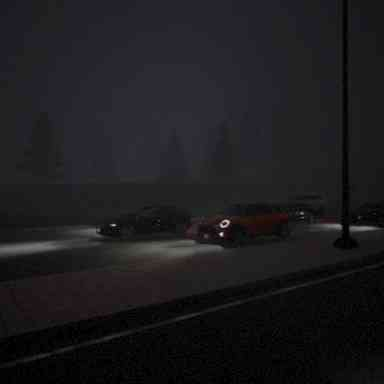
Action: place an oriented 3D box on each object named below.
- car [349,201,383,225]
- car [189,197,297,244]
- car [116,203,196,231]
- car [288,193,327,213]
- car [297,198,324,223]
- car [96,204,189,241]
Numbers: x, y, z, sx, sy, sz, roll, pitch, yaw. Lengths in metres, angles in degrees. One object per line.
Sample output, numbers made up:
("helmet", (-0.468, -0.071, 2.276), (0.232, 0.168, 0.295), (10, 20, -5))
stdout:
("car", (12.757, 1.388, 22.842), (4.892, 1.490, 1.837), (0, 0, -35))
("car", (2.439, 1.297, 15.484), (4.553, 1.767, 2.097), (0, 0, -35))
("car", (-2.175, 1.475, 20.799), (4.674, 1.442, 1.812), (0, 0, -35))
("car", (9.521, 1.100, 29.118), (5.566, 2.045, 2.150), (0, 0, -35))
("car", (6.593, 1.413, 22.795), (4.892, 1.490, 1.837), (0, 0, -35))
("car", (-2.213, 1.454, 16.485), (4.902, 1.511, 2.128), (0, 0, -35))
